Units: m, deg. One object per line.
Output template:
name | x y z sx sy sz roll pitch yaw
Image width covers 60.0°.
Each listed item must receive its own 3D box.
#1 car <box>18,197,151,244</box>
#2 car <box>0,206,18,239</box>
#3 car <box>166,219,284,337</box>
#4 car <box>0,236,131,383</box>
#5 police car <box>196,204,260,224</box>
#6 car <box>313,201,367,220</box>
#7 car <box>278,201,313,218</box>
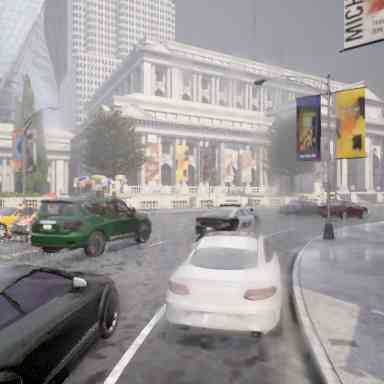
car | -3.688 1.220 13.218 2.150 2.045 5.566 0 0 21
car | -6.358 1.350 16.014 2.097 1.767 4.553 0 0 25
car | 0.836 1.525 6.696 1.812 1.442 4.674 0 0 13
car | -2.355 1.562 4.044 1.994 1.385 4.181 0 0 6
police car | 2.019 1.425 16.926 1.930 1.638 5.238 0 0 29
car | 12.780 1.480 27.989 5.008 1.535 1.882 0 0 -35
car | 10.275 1.549 30.635 5.357 1.411 2.033 0 0 -34
